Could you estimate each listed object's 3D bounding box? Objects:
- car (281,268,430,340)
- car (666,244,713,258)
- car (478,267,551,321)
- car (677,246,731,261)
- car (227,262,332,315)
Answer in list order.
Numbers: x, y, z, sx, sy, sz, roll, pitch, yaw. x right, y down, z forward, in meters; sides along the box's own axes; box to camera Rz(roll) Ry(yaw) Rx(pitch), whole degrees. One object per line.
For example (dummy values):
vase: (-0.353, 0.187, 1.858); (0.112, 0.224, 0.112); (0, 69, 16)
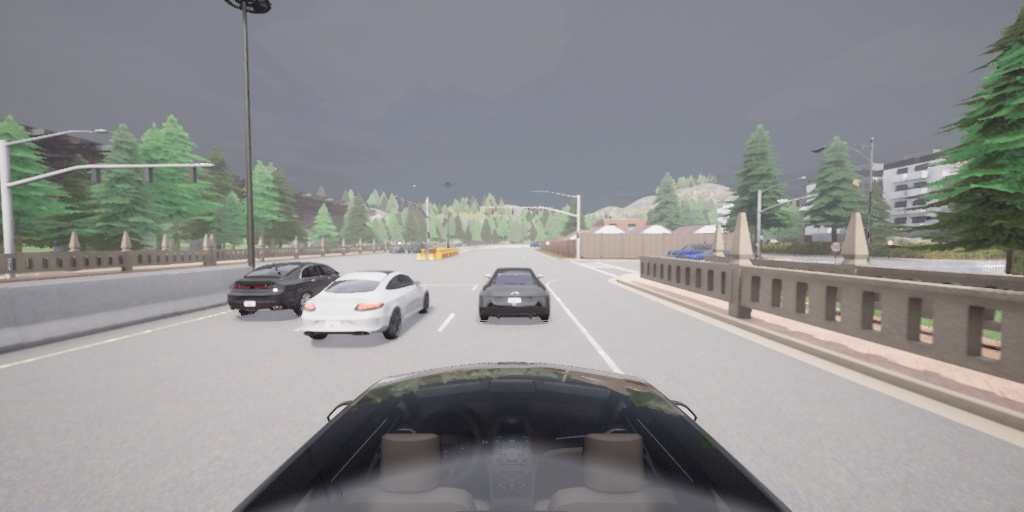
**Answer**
car: (-3.441, 1.072, 9.189); (1.812, 1.442, 4.674); (0, 2, 0)
car: (18.693, -0.255, 36.512); (5.566, 2.045, 2.150); (0, 2, 2)
car: (0.069, 1.039, 11.209); (1.994, 1.385, 4.181); (0, 2, 0)
car: (18.427, 0.132, 33.034); (5.008, 1.535, 1.882); (0, 2, 2)
car: (-6.932, 0.949, 11.908); (1.837, 1.490, 4.892); (0, 2, 0)
